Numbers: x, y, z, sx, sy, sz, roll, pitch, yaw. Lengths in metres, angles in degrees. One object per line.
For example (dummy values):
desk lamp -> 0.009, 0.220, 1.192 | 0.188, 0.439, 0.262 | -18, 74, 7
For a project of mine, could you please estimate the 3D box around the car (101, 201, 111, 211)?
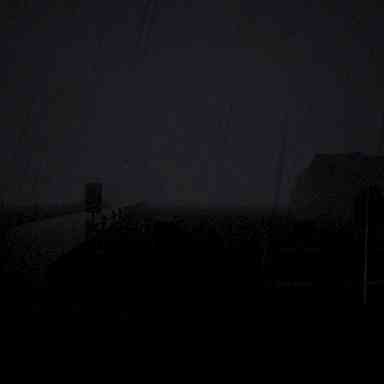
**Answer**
car -> -13.690, 2.104, 51.507 | 2.033, 1.411, 5.357 | 1, -1, -6
